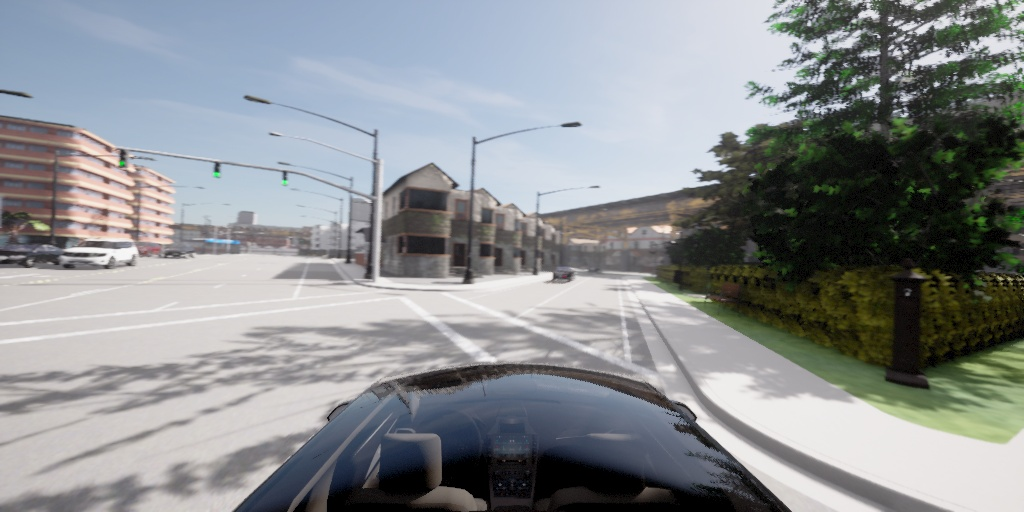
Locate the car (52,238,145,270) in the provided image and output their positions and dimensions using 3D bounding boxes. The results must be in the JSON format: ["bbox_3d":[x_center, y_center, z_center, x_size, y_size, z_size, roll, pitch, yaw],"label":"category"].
[{"bbox_3d":[-28.620,-0.193,25.130,2.150,2.045,5.566,3,1,-29],"label":"car"}]

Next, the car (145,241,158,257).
[{"bbox_3d":[-40.159,-0.806,39.031,2.097,1.767,4.553,3,0,-28],"label":"car"}]

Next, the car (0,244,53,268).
[{"bbox_3d":[-31.663,-0.054,23.387,2.128,1.511,4.902,3,1,-29],"label":"car"}]

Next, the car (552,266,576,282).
[{"bbox_3d":[5.239,1.803,36.066,2.128,1.511,4.902,2,-1,16],"label":"car"}]

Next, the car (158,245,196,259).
[{"bbox_3d":[-36.367,-0.480,39.320,1.837,1.490,4.892,2,1,-30],"label":"car"}]
